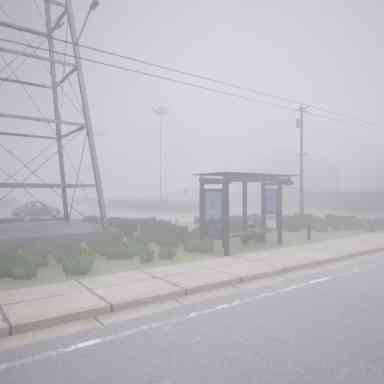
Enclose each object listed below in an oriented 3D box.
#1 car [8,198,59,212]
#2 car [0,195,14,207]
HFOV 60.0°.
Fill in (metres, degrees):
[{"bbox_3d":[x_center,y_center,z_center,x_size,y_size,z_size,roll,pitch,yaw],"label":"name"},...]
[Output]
[{"bbox_3d":[-13.762,1.520,29.531,3.905,1.438,1.784,0,0,-37],"label":"car"},{"bbox_3d":[-27.478,1.310,47.341,4.605,1.855,1.932,0,0,-37],"label":"car"}]
